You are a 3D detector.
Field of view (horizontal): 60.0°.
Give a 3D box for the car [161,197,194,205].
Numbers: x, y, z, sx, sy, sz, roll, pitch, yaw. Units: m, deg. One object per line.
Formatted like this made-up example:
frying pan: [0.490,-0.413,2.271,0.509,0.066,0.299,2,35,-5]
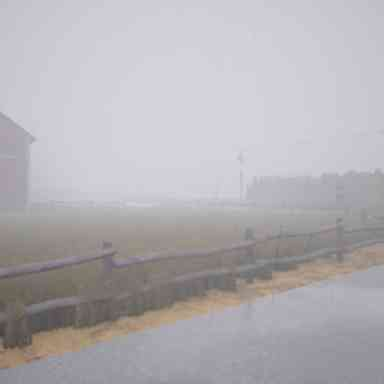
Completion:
car: [-1.911,1.376,41.253,2.033,1.411,5.357,-1,0,-35]
